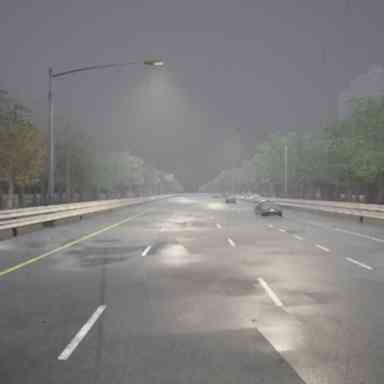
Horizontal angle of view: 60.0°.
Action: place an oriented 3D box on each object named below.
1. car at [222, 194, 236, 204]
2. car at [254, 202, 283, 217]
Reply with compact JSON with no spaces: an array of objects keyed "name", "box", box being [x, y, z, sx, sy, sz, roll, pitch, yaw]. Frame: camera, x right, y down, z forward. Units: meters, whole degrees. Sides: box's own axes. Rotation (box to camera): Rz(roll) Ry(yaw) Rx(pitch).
[{"name":"car","box":[7.165,1.542,63.166,1.812,1.442,4.674,0,0,0]},{"name":"car","box":[7.047,1.575,31.111,1.994,1.385,4.181,0,0,0]}]
